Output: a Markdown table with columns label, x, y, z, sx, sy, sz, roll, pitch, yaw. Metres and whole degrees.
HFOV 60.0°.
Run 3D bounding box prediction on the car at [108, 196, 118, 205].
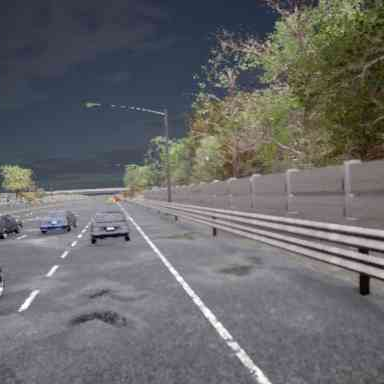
| label | x | y | z | sx | sy | sz | roll | pitch | yaw |
| --- | --- | --- | --- | --- | --- | --- | --- | --- | --- |
| car | -21.313 | 2.482 | 88.168 | 1.882 | 1.535 | 5.008 | -3 | 0 | -14 |

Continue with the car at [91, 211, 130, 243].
| label | x | y | z | sx | sy | sz | roll | pitch | yaw |
| --- | --- | --- | --- | --- | --- | --- | --- | --- | --- |
| car | -4.281 | 1.727 | 17.488 | 2.033 | 1.411 | 5.357 | -3 | 0 | -14 |

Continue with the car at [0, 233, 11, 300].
| label | x | y | z | sx | sy | sz | roll | pitch | yaw |
| --- | --- | --- | --- | --- | --- | --- | --- | --- | --- |
| car | -5.031 | 1.803 | 6.087 | 1.994 | 1.385 | 4.181 | -3 | 0 | -14 |

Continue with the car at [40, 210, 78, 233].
| label | x | y | z | sx | sy | sz | roll | pitch | yaw |
| --- | --- | --- | --- | --- | --- | --- | --- | --- | --- |
| car | -9.122 | 1.960 | 23.049 | 2.033 | 1.411 | 5.357 | -3 | 0 | -14 |

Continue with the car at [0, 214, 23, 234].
| label | x | y | z | sx | sy | sz | roll | pitch | yaw |
| --- | --- | --- | --- | --- | --- | --- | --- | --- | --- |
| car | -12.127 | 2.115 | 20.604 | 2.033 | 1.411 | 5.357 | -3 | 0 | -14 |
